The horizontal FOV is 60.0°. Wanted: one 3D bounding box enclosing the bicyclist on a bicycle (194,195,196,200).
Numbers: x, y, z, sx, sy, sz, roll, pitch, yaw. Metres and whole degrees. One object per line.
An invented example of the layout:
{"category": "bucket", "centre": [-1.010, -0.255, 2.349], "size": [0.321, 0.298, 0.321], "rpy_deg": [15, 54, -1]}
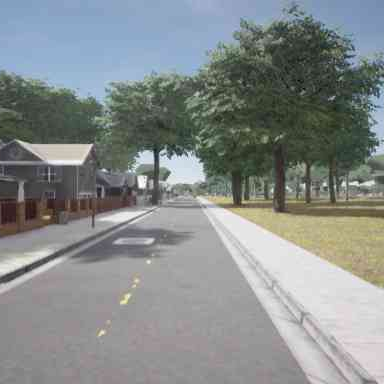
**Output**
{"category": "bicyclist on a bicycle", "centre": [0.770, 1.625, 90.089], "size": [0.582, 1.620, 1.656], "rpy_deg": [1, 0, 0]}
